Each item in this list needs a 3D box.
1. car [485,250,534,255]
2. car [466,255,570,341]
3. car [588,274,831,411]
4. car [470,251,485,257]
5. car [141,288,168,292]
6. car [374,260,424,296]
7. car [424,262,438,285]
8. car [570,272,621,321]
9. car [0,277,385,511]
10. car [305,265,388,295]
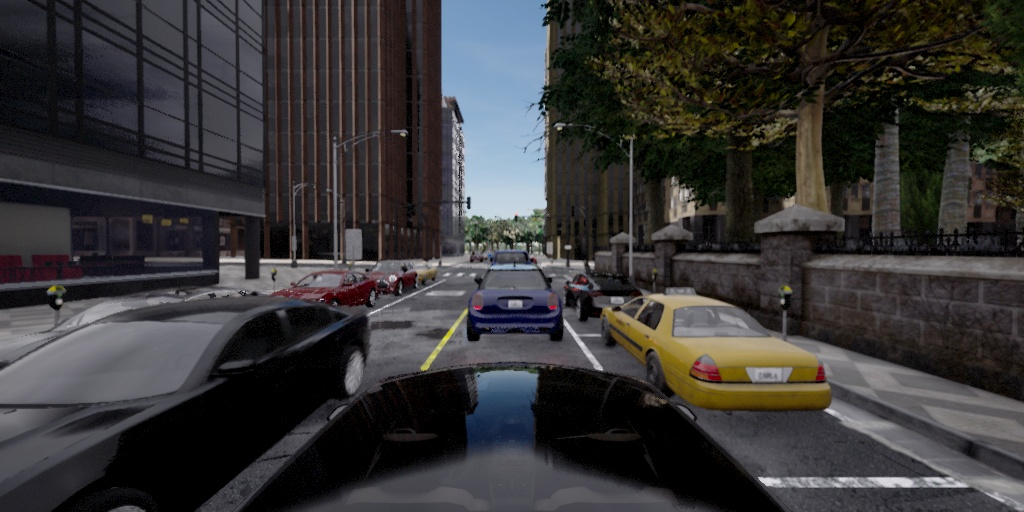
[{"bbox_3d":[-0.021,0.686,18.982,2.150,2.045,5.566,0,1,0],"label":"car"},{"bbox_3d":[0.042,0.972,9.551,2.097,1.767,4.553,0,1,-1],"label":"car"},{"bbox_3d":[2.756,1.204,6.176,1.751,1.417,4.829,0,0,0],"label":"car"},{"bbox_3d":[-5.849,0.118,59.762,2.192,1.841,5.009,0,0,0],"label":"car"},{"bbox_3d":[-5.769,1.230,5.991,2.007,1.370,4.403,0,0,0],"label":"car"},{"bbox_3d":[-5.785,0.939,16.903,1.967,1.591,4.097,0,0,0],"label":"car"},{"bbox_3d":[-5.793,0.935,22.189,1.751,1.417,4.829,0,0,0],"label":"car"},{"bbox_3d":[2.748,1.154,11.461,1.948,1.339,4.313,0,0,0],"label":"car"},{"bbox_3d":[-3.102,1.198,3.491,1.882,1.535,5.008,0,1,0],"label":"car"},{"bbox_3d":[-5.777,1.134,11.447,1.888,1.381,4.507,0,0,0],"label":"car"}]
